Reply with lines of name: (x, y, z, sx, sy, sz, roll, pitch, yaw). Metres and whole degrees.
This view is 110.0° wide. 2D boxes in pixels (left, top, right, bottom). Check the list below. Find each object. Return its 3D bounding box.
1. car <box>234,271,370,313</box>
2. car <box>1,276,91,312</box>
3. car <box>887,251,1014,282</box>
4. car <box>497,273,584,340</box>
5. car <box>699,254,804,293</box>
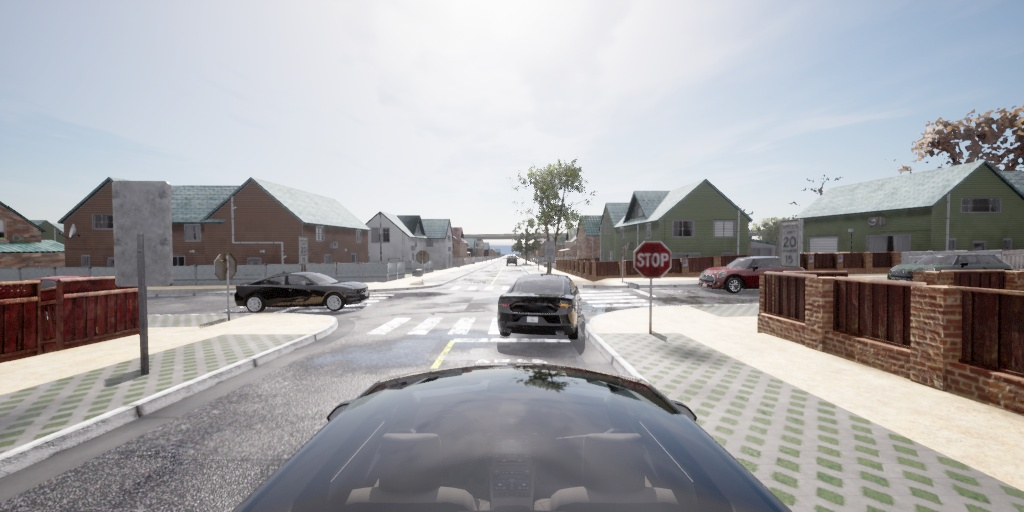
car: (-8.473, 1.377, 14.692, 5.008, 1.535, 1.882, -1, 2, 0)
car: (-18.025, 1.547, 14.627, 5.008, 1.535, 1.882, -1, 2, 0)
car: (21.696, 0.645, 17.857, 4.553, 1.767, 2.097, -1, 2, 0)
car: (0.955, 1.224, 10.169, 1.882, 1.535, 5.008, 0, 0, 12)
car: (11.801, 0.820, 17.782, 4.553, 1.767, 2.097, -1, 2, 0)
